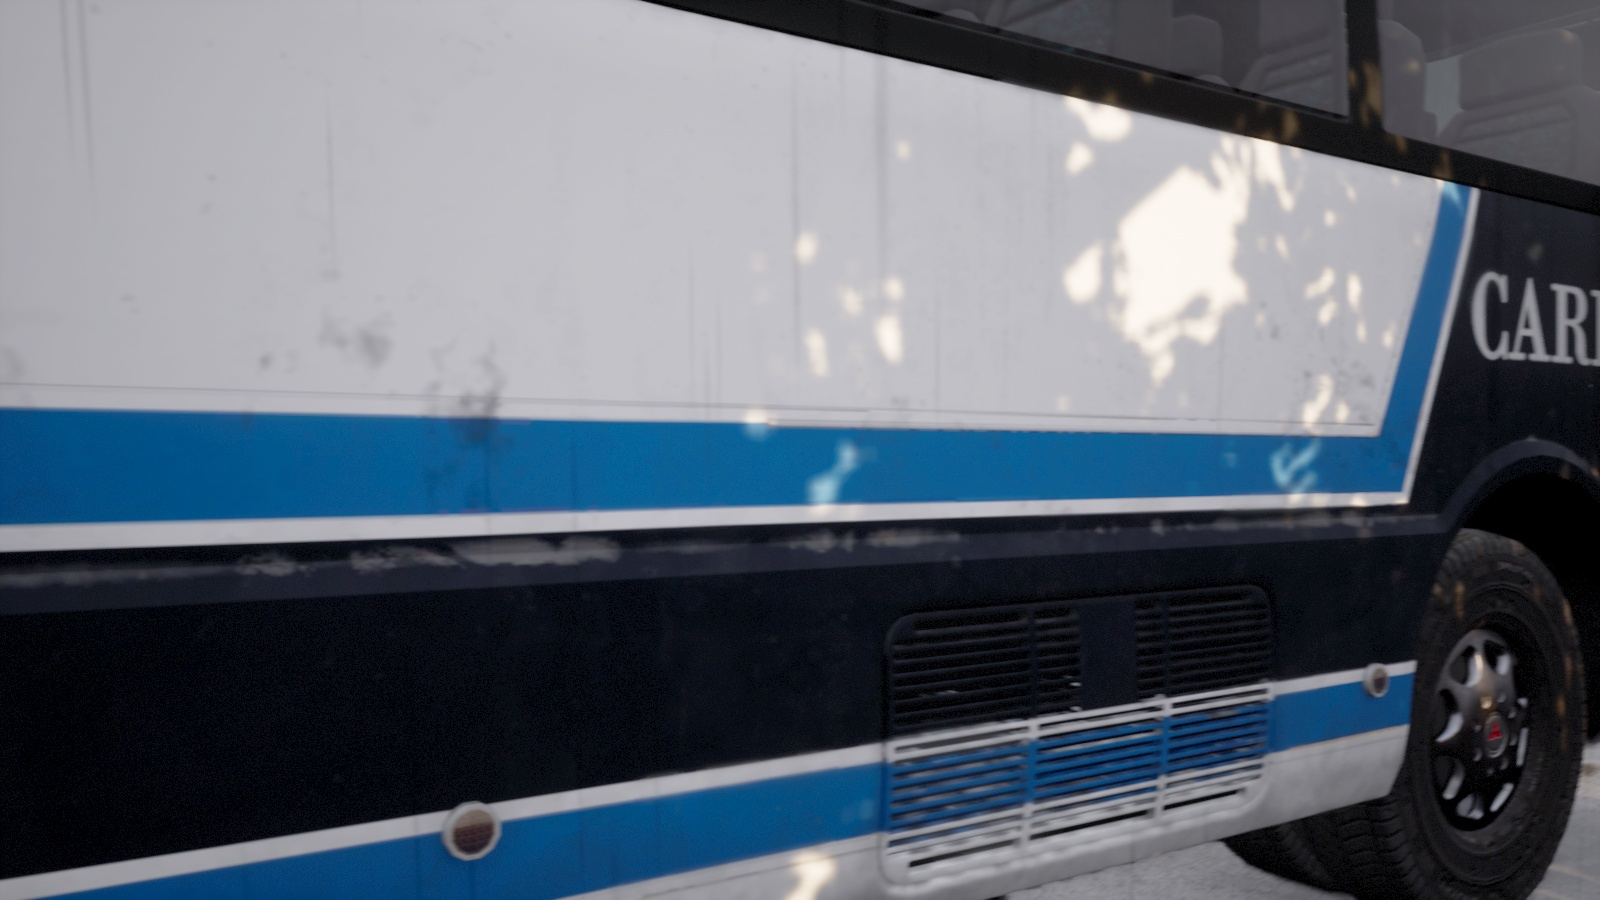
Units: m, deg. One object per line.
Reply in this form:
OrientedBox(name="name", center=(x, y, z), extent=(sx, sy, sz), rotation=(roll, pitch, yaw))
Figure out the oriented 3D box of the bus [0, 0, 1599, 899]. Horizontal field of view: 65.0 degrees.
OrientedBox(name="bus", center=(-0.868, -0.619, 3.677), extent=(10.273, 4.253, 3.944), rotation=(0, 0, -34))
